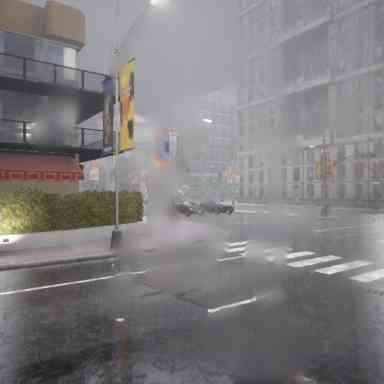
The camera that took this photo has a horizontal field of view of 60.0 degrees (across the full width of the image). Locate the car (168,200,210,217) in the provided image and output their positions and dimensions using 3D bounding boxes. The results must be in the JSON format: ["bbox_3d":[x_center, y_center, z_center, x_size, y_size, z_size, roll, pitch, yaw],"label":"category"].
[{"bbox_3d":[-0.648,1.528,32.064,1.812,1.442,4.674,0,0,-35],"label":"car"}]

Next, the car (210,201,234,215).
[{"bbox_3d":[2.203,1.603,34.093,1.895,1.301,4.718,0,0,-35],"label":"car"}]
